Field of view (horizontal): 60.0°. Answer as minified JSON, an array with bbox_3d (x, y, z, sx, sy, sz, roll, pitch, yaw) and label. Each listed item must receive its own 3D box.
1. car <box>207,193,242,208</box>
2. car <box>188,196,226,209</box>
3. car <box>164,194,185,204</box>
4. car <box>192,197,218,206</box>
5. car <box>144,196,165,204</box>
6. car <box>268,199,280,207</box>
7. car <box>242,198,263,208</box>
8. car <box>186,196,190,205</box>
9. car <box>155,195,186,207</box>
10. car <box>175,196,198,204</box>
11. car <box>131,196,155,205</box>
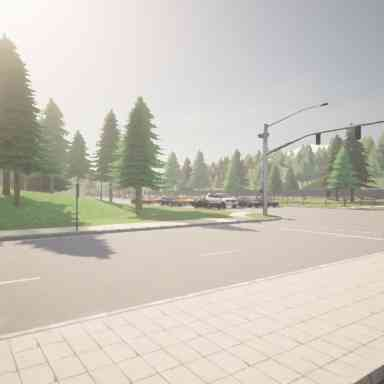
[{"bbox_3d":[4.124,1.221,47.298,2.150,2.045,5.566,0,0,-34],"label":"car"},{"bbox_3d":[1.937,1.601,44.308,1.895,1.301,4.718,0,0,-35],"label":"car"},{"bbox_3d":[-3.402,1.352,64.142,2.097,1.767,4.553,0,0,-35],"label":"car"},{"bbox_3d":[2.170,1.601,56.162,1.895,1.301,4.718,0,0,-35],"label":"car"},{"bbox_3d":[-7.153,1.478,63.384,1.882,1.535,5.008,0,0,-35],"label":"car"},{"bbox_3d":[10.608,1.547,50.244,2.033,1.411,5.357,0,0,-35],"label":"car"},{"bbox_3d":[7.682,1.547,48.315,2.033,1.411,5.357,0,0,-35],"label":"car"},{"bbox_3d":[-1.489,1.478,55.273,1.882,1.535,5.008,0,0,-35],"label":"car"},{"bbox_3d":[-3.420,1.505,51.930,1.837,1.490,4.892,0,0,-35],"label":"car"},{"bbox_3d":[-1.143,1.547,67.058,2.033,1.411,5.357,0,0,-34],"label":"car"},{"bbox_3d":[-9.288,1.547,60.312,2.033,1.411,5.357,0,0,-36],"label":"car"}]
